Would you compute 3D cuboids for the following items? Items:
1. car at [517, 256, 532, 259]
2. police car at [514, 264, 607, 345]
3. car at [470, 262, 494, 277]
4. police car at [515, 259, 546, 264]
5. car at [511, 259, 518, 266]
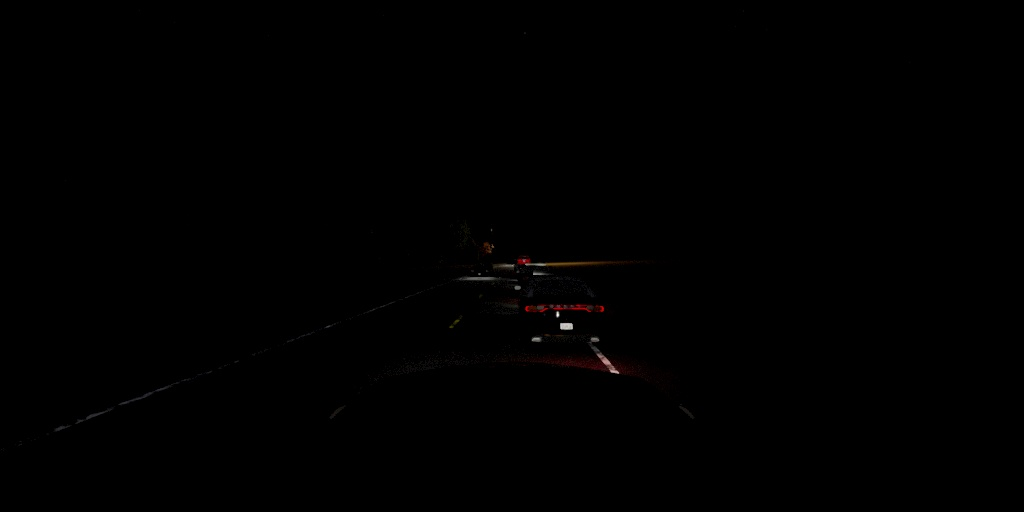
[{"bbox_3d":[2.099,0.956,59.935,2.150,2.045,5.566,0,0,4],"label":"car"},{"bbox_3d":[1.099,1.175,9.623,1.930,1.638,5.238,0,0,1],"label":"police car"},{"bbox_3d":[-2.847,1.296,35.445,2.033,1.411,5.357,0,0,3],"label":"car"},{"bbox_3d":[1.272,1.175,19.588,1.930,1.638,5.238,0,0,1],"label":"police car"},{"bbox_3d":[1.308,1.344,46.810,1.895,1.301,4.718,0,0,4],"label":"car"}]
